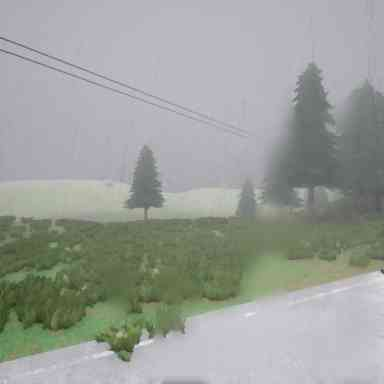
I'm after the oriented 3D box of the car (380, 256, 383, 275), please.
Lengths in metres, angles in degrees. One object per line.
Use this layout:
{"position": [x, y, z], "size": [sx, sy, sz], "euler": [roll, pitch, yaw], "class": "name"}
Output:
{"position": [6.571, 1.598, 7.950], "size": [4.718, 1.301, 1.895], "euler": [0, 0, -33], "class": "car"}
